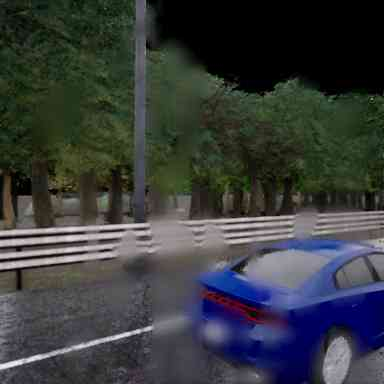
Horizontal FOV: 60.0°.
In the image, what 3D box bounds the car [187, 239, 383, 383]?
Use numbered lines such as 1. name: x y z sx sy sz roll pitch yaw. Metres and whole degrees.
1. car: 2.273 1.512 5.339 5.008 1.535 1.882 1 0 -35
